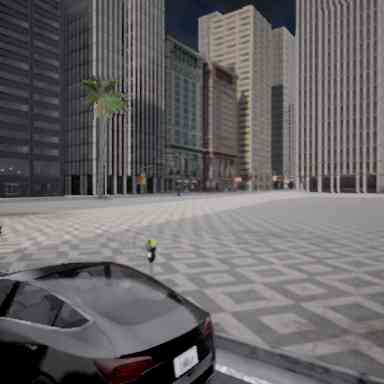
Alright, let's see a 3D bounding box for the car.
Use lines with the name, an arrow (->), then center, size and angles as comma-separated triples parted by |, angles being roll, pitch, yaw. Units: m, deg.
car -> -1.746, 1.554, 4.210 | 4.313, 1.339, 1.947 | 0, 0, 35
